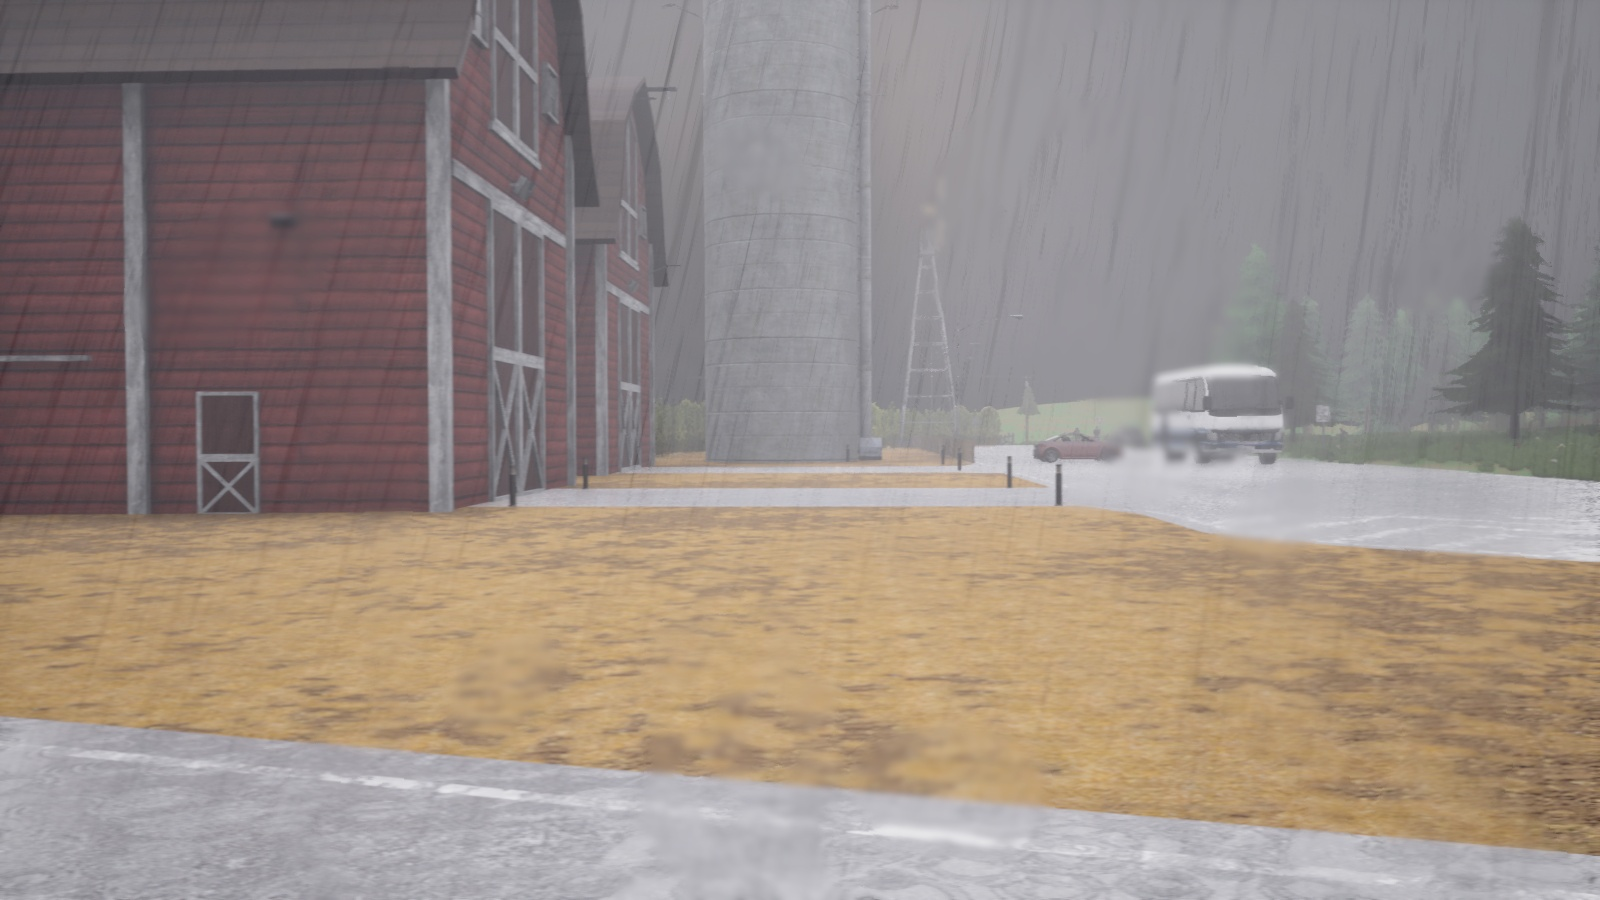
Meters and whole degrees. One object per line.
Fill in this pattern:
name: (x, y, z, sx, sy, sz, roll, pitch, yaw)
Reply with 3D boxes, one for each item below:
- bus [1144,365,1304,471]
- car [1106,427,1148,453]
bus: (18.460, -1.367, 55.663, 3.944, 4.253, 10.273, 0, 1, 2)
car: (23.383, -0.743, 89.984, 1.932, 1.855, 4.605, 0, 1, 2)
